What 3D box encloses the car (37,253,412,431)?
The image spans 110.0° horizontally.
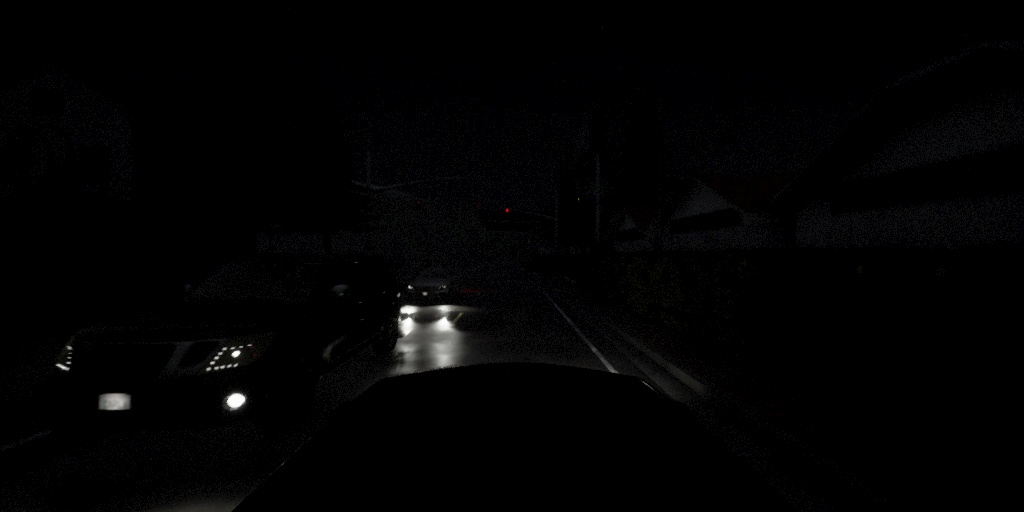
[{"bbox_3d":[-3.586,0.965,6.009,2.150,2.045,5.566,0,0,0],"label":"car"}]

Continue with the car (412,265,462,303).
[{"bbox_3d":[-3.504,1.258,16.827,1.812,1.442,4.674,0,0,0],"label":"car"}]
